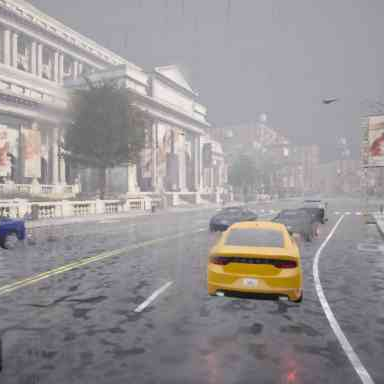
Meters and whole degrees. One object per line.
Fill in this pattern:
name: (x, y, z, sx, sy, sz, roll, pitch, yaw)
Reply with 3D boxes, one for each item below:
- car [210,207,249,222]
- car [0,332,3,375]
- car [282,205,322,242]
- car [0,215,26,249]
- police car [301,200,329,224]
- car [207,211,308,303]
car: (2.559, 1.564, 19.413, 1.994, 1.385, 4.181, 0, 0, 26)
car: (-3.114, 1.506, 1.731, 1.837, 1.490, 4.892, 0, 0, 4)
car: (5.137, 1.564, 16.715, 1.994, 1.385, 4.181, 0, 0, 26)
car: (-8.382, 1.477, 11.926, 1.882, 1.535, 5.008, 0, 0, 18)
police car: (9.132, 1.425, 25.075, 1.930, 1.638, 5.238, 0, 0, 27)
car: (1.687, 1.478, 8.412, 1.882, 1.535, 5.008, 0, 0, 15)
